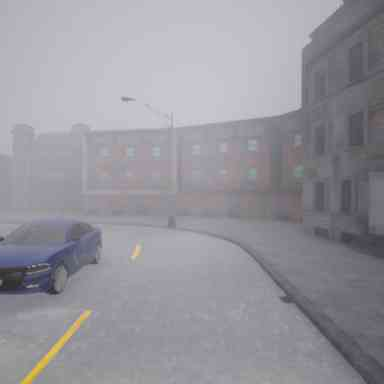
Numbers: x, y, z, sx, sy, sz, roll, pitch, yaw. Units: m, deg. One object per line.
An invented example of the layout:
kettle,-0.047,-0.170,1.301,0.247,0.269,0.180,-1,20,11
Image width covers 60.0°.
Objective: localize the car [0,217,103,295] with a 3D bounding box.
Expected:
car,-3.850,1.506,9.019,1.882,1.535,5.008,1,0,0
